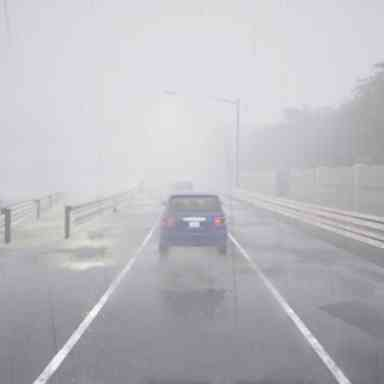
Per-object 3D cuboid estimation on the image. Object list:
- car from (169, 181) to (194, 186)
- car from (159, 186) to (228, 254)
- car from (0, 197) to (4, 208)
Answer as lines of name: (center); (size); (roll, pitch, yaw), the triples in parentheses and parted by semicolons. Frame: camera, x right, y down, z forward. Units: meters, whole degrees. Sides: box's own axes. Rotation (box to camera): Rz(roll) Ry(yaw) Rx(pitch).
car: (-0.940, -0.121, 33.793); (2.150, 2.045, 5.566); (0, 3, -4)
car: (0.018, 0.942, 12.325); (2.150, 2.045, 5.566); (0, 2, -1)
car: (-19.179, 0.900, 31.335); (2.128, 1.511, 4.902); (0, 1, -19)
